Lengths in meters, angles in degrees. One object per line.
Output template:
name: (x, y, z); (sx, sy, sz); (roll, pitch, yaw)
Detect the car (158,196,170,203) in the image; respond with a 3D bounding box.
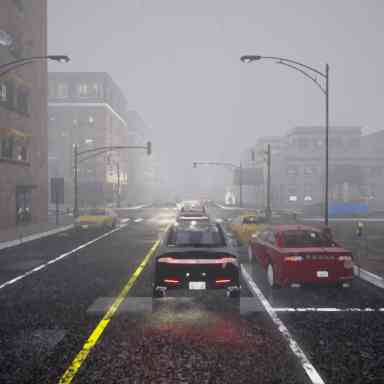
car: (-5.845, 1.600, 69.956); (2.008, 1.369, 4.403); (0, 0, 0)

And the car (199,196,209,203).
car: (2.535, 1.601, 69.986); (2.008, 1.369, 4.403); (0, 0, 0)

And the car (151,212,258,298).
car: (0.084, 1.491, 8.486); (2.128, 1.511, 4.902); (0, 0, 0)

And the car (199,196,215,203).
car: (2.571, 1.466, 52.895); (1.967, 1.590, 4.097); (0, 0, 0)

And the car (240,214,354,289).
car: (2.666, 1.545, 9.030); (1.887, 1.381, 4.507); (0, 0, 0)

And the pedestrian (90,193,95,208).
pedestrian: (-12.721, 1.083, 42.276); (0.375, 1.860, 0.375); (0, 0, -1)

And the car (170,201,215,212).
car: (0.061, 1.494, 18.855); (2.128, 1.511, 4.902); (0, 0, 0)

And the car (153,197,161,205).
car: (-5.821, 1.584, 58.562); (2.008, 1.369, 4.403); (0, 0, 0)

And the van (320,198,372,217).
van: (14.591, 1.416, 31.215); (3.998, 1.788, 1.690); (0, 0, -1)

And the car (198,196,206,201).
car: (2.499, 1.629, 87.076); (2.008, 1.369, 4.403); (-1, 0, 0)

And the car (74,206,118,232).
car: (-5.739, 1.529, 20.240); (1.752, 1.417, 4.829); (0, 0, 0)

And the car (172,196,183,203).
car: (-3.158, 1.581, 73.924); (2.128, 1.511, 4.902); (0, 0, 0)

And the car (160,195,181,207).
car: (-3.201, 1.571, 50.486); (2.033, 1.411, 5.357); (0, 0, 0)

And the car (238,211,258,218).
car: (2.653, 1.527, 14.897); (1.752, 1.417, 4.829); (0, 0, 0)

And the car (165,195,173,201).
car: (-5.882, 1.604, 86.875); (1.752, 1.417, 4.829); (0, 0, 0)

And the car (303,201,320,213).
car: (14.585, 1.599, 37.005); (4.181, 1.385, 1.994); (0, 0, -1)
